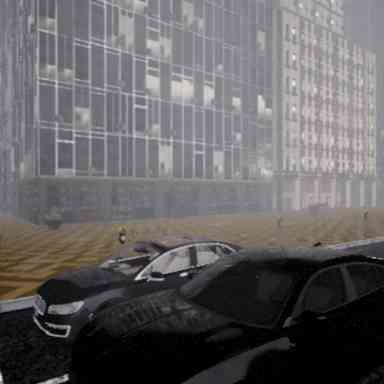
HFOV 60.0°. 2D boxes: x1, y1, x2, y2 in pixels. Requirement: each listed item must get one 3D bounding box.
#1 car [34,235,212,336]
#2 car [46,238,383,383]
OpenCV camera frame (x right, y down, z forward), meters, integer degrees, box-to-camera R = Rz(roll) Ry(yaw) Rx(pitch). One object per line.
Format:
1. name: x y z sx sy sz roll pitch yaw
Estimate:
1. car: -0.516 1.539 6.192 4.403 1.369 2.008 0 0 -35
2. car: 1.092 1.465 4.157 5.008 1.535 1.882 0 0 -35
